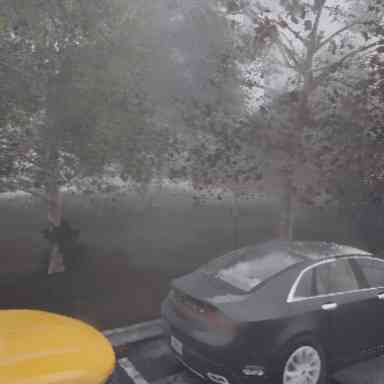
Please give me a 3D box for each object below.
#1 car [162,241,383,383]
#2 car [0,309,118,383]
[{"bbox_3d":[1.967,1.498,4.939,4.892,1.521,2.231,1,0,-28],"label":"car"},{"bbox_3d":[-2.890,1.470,1.880,5.008,1.535,2.097,0,1,-36],"label":"car"}]
